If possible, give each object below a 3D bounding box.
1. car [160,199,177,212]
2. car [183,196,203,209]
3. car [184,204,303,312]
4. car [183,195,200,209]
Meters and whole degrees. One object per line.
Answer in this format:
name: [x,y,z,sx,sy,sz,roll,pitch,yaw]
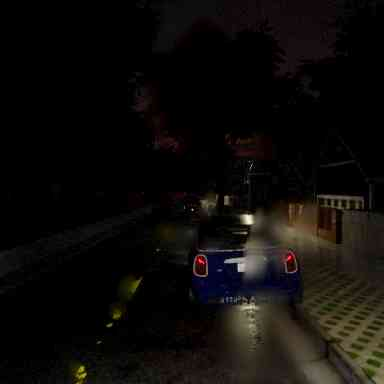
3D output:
car: [-2.688,1.574,39.046,2.033,1.411,5.357,0,0,0]
car: [0.085,1.530,35.980,1.837,1.490,4.892,0,0,1]
car: [0.942,1.320,7.878,2.097,1.767,4.553,-2,0,0]
car: [-0.033,1.379,45.943,2.097,1.767,4.553,0,0,2]
